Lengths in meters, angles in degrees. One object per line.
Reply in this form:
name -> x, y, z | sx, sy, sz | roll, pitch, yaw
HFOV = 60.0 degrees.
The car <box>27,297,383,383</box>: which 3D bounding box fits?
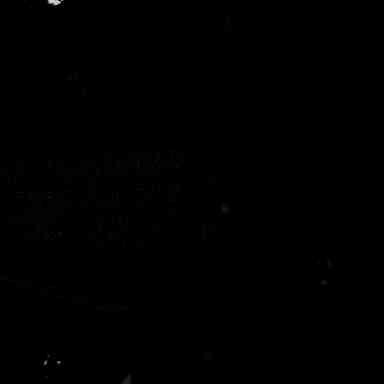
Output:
car -> 0.524, 1.549, 2.510 | 4.507, 1.381, 1.887 | 0, -1, 36
